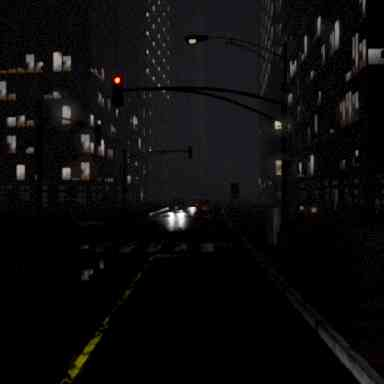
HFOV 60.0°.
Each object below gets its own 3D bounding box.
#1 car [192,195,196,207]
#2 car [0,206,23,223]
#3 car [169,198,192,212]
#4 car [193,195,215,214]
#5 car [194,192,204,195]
[{"bbox_3d":[-0.491,1.543,50.140,1.895,1.301,4.718,0,0,6],"label":"car"},{"bbox_3d":[-16.549,1.847,27.985,4.403,1.369,2.008,-1,1,10],"label":"car"},{"bbox_3d":[-1.530,1.455,38.529,2.128,1.511,4.902,0,0,5],"label":"car"},{"bbox_3d":[1.438,1.445,35.424,1.882,1.535,5.008,0,0,4],"label":"car"},{"bbox_3d":[1.387,1.124,65.676,2.150,2.045,5.566,0,1,8],"label":"car"}]
